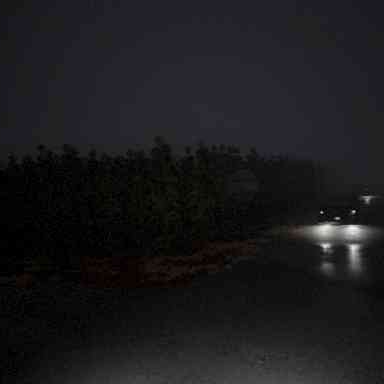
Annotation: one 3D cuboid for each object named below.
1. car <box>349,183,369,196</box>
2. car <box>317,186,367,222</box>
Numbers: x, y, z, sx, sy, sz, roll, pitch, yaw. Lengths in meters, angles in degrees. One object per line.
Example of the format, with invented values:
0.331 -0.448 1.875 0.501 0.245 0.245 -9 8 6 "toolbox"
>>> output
19.647 -0.368 39.100 1.882 1.535 5.008 -3 0 29 "car"
8.028 0.704 17.858 2.033 1.411 5.357 -3 1 29 "car"
